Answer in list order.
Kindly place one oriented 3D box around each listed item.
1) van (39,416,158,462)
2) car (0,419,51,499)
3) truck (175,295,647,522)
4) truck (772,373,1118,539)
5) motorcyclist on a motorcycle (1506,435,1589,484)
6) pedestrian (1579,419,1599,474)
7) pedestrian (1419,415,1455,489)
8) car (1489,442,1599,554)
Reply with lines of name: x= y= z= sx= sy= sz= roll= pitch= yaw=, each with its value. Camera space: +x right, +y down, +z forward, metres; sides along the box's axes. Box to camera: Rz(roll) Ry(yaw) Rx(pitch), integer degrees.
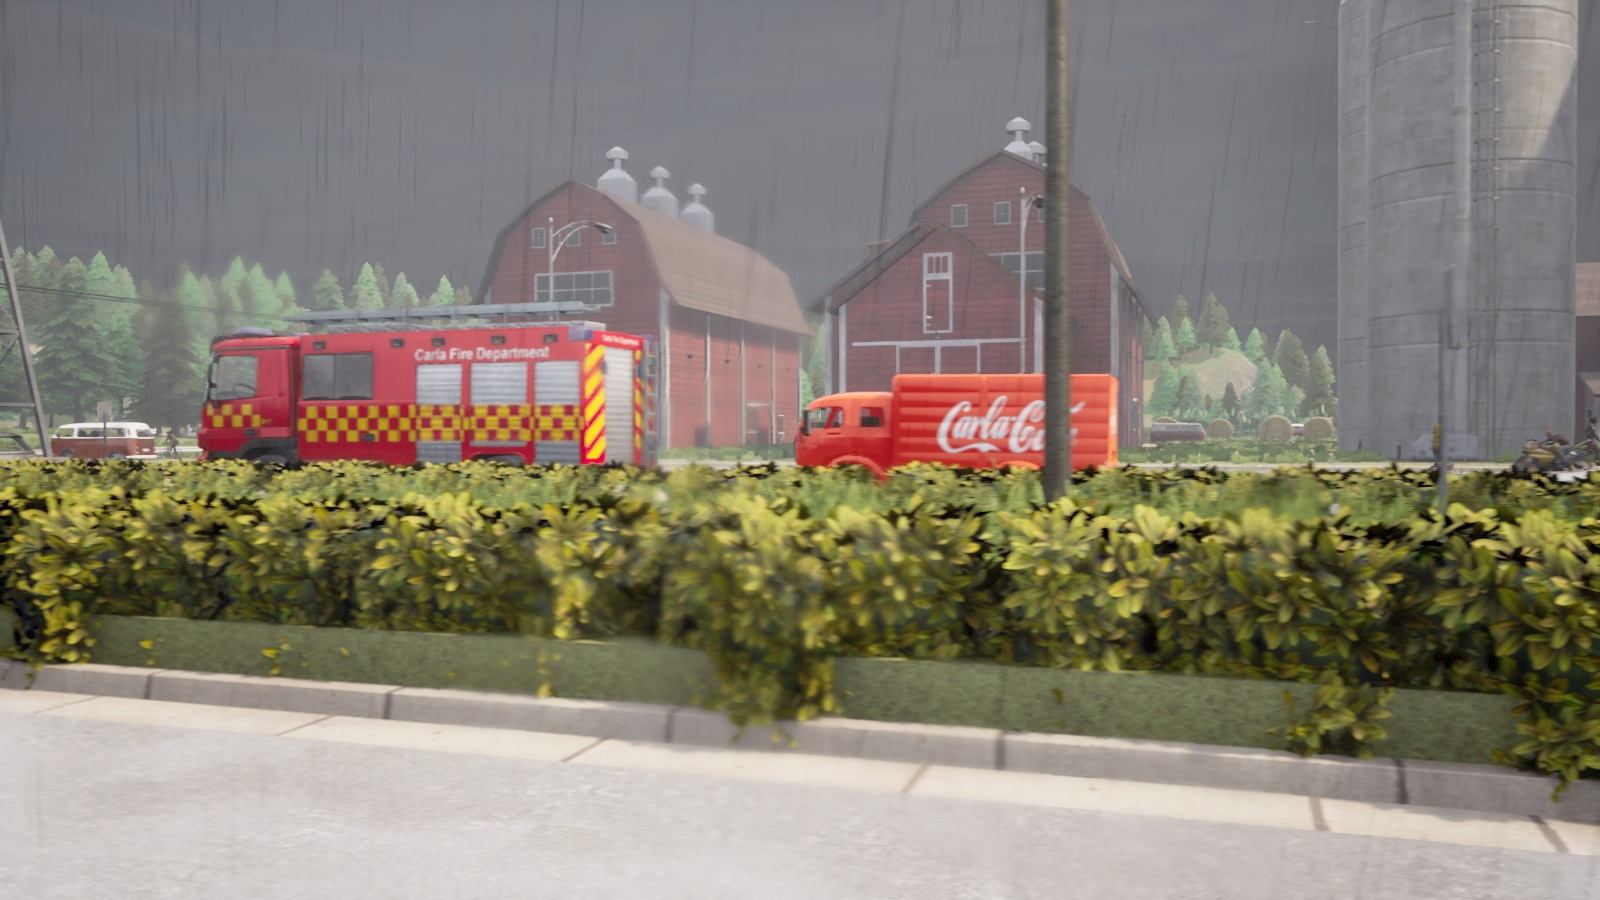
van: x=-32.724 y=-0.509 z=58.638 sx=4.480 sy=2.038 sz=2.069 roll=1 pitch=0 yaw=5
car: x=-18.910 y=0.172 z=26.750 sx=4.611 sy=1.667 sz=2.242 roll=0 pitch=1 yaw=2
truck: x=-7.402 y=-0.749 z=23.902 sx=8.468 sy=3.827 sz=2.891 roll=1 pitch=1 yaw=18
truck: x=2.448 y=0.025 z=20.674 sx=5.204 sy=2.467 sz=2.627 roll=1 pitch=1 yaw=18
motorcyclist on a motorcycle: x=24.319 y=0.298 z=40.895 sx=2.191 sy=1.530 sz=0.866 roll=1 pitch=1 yaw=18
pedestrian: x=28.099 y=-0.126 z=44.571 sx=0.692 sy=1.930 sz=0.395 roll=1 pitch=1 yaw=27
pedestrian: x=15.764 y=0.043 z=31.095 sx=0.726 sy=1.835 sz=0.370 roll=0 pitch=1 yaw=17
car: x=11.632 y=0.640 z=16.005 sx=1.812 sy=1.442 sz=4.674 roll=0 pitch=1 yaw=-35
